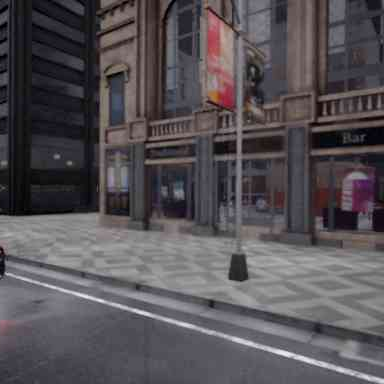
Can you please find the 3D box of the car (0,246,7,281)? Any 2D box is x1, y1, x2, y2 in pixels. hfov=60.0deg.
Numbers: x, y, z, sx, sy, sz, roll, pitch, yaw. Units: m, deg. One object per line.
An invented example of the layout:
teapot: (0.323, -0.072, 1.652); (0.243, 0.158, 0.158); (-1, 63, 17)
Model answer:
car: (-6.506, 1.530, 8.321); (4.892, 1.490, 1.837); (0, 0, 36)
